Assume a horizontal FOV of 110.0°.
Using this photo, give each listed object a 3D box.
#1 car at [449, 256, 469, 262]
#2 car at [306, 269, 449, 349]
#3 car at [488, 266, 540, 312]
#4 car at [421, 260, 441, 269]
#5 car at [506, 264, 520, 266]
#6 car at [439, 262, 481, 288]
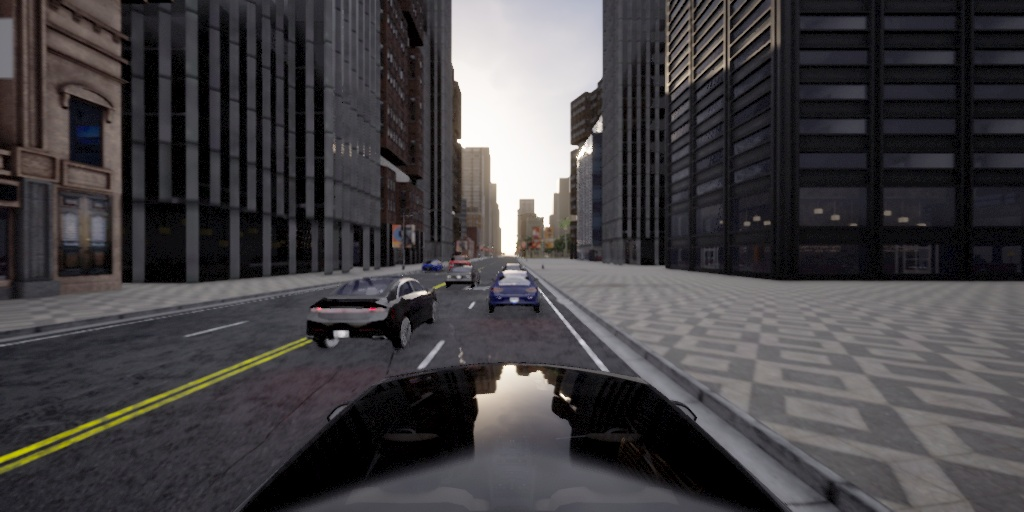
[{"bbox_3d":[-6.583,0.965,44.977,2.150,2.045,5.566,0,0,0],"label":"car"},{"bbox_3d":[-3.187,1.247,9.151,2.128,1.511,4.902,0,0,0],"label":"car"},{"bbox_3d":[0.078,1.283,14.138,1.812,1.442,4.674,0,0,0],"label":"car"},{"bbox_3d":[-9.833,1.220,44.476,1.882,1.535,5.008,0,0,0],"label":"car"},{"bbox_3d":[0.088,1.323,29.381,1.994,1.385,4.181,0,0,0],"label":"car"},{"bbox_3d":[-3.184,1.308,23.999,2.033,1.411,5.357,0,0,0],"label":"car"}]
